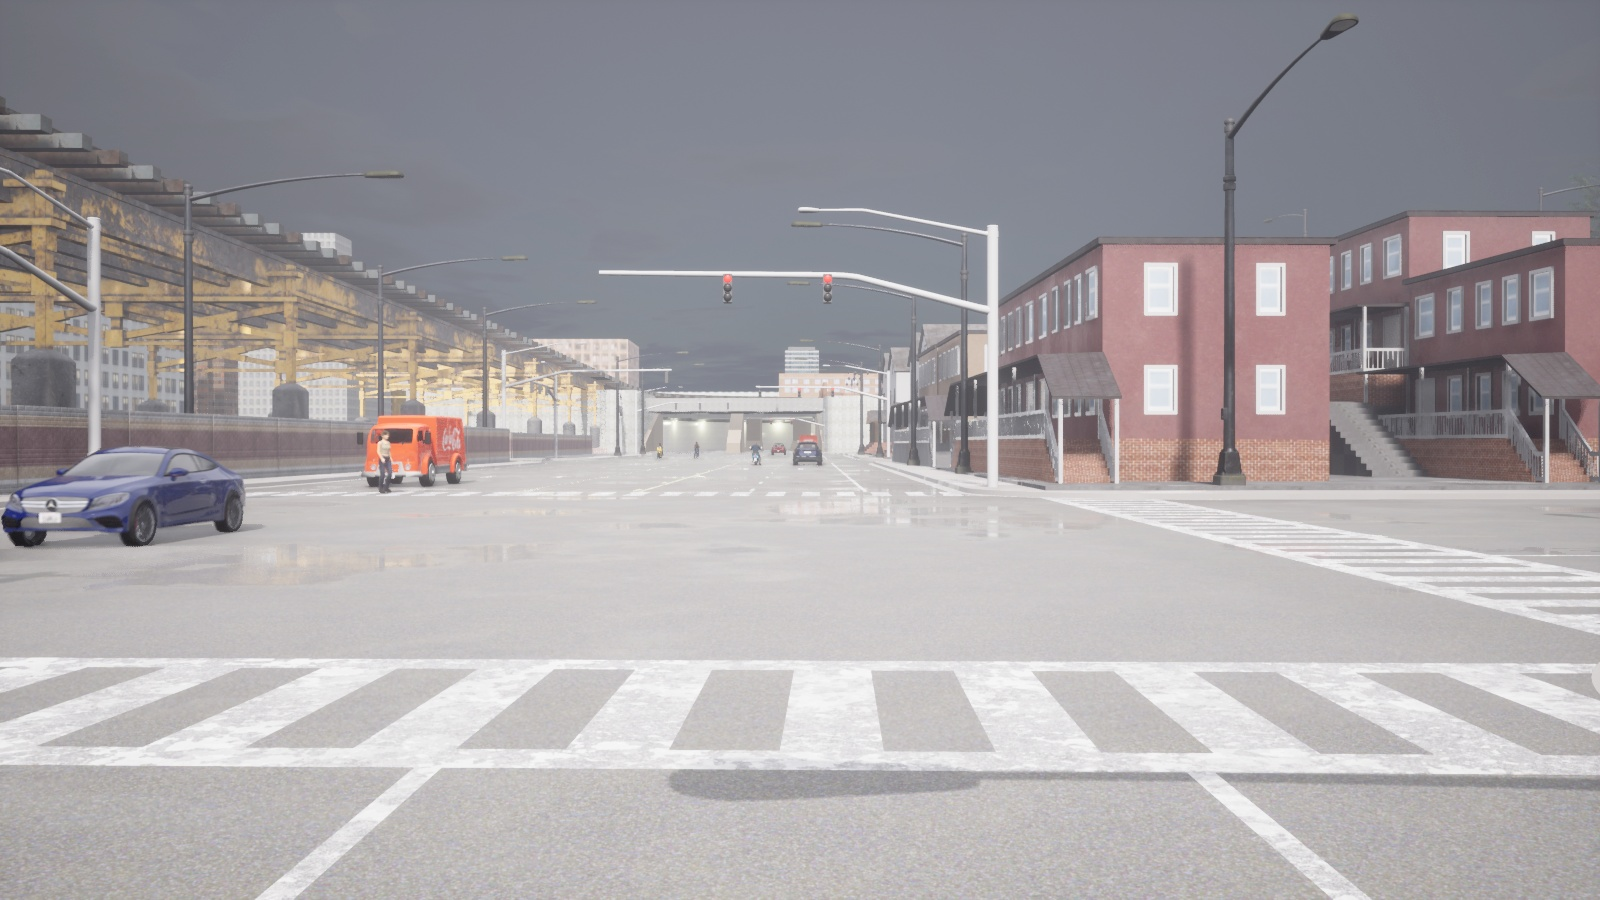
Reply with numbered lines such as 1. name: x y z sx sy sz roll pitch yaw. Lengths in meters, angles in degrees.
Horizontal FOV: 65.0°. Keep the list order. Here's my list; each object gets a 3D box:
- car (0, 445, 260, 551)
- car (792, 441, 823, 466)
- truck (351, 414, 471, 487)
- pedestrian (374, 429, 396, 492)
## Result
1. car: -10.368 0.653 19.627 1.812 1.442 4.674 0 0 0
2. car: 0.515 0.201 84.301 2.033 1.649 4.856 0 0 0
3. truck: -13.721 -0.006 44.672 2.627 2.467 5.204 0 1 0
4. pedestrian: -12.166 0.314 36.824 0.594 1.836 0.345 0 0 36
